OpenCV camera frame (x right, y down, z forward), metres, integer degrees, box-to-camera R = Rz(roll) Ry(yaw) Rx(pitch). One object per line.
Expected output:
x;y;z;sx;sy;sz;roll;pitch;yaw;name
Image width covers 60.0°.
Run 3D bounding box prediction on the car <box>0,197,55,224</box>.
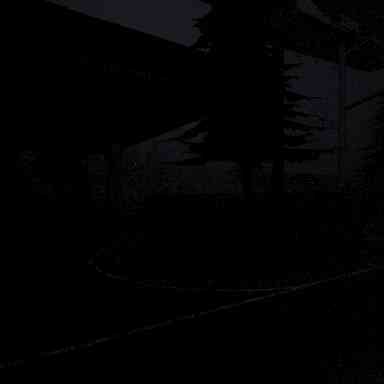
-11.900;1.313;23.522;3.866;1.878;1.905;0;0;-36;car
